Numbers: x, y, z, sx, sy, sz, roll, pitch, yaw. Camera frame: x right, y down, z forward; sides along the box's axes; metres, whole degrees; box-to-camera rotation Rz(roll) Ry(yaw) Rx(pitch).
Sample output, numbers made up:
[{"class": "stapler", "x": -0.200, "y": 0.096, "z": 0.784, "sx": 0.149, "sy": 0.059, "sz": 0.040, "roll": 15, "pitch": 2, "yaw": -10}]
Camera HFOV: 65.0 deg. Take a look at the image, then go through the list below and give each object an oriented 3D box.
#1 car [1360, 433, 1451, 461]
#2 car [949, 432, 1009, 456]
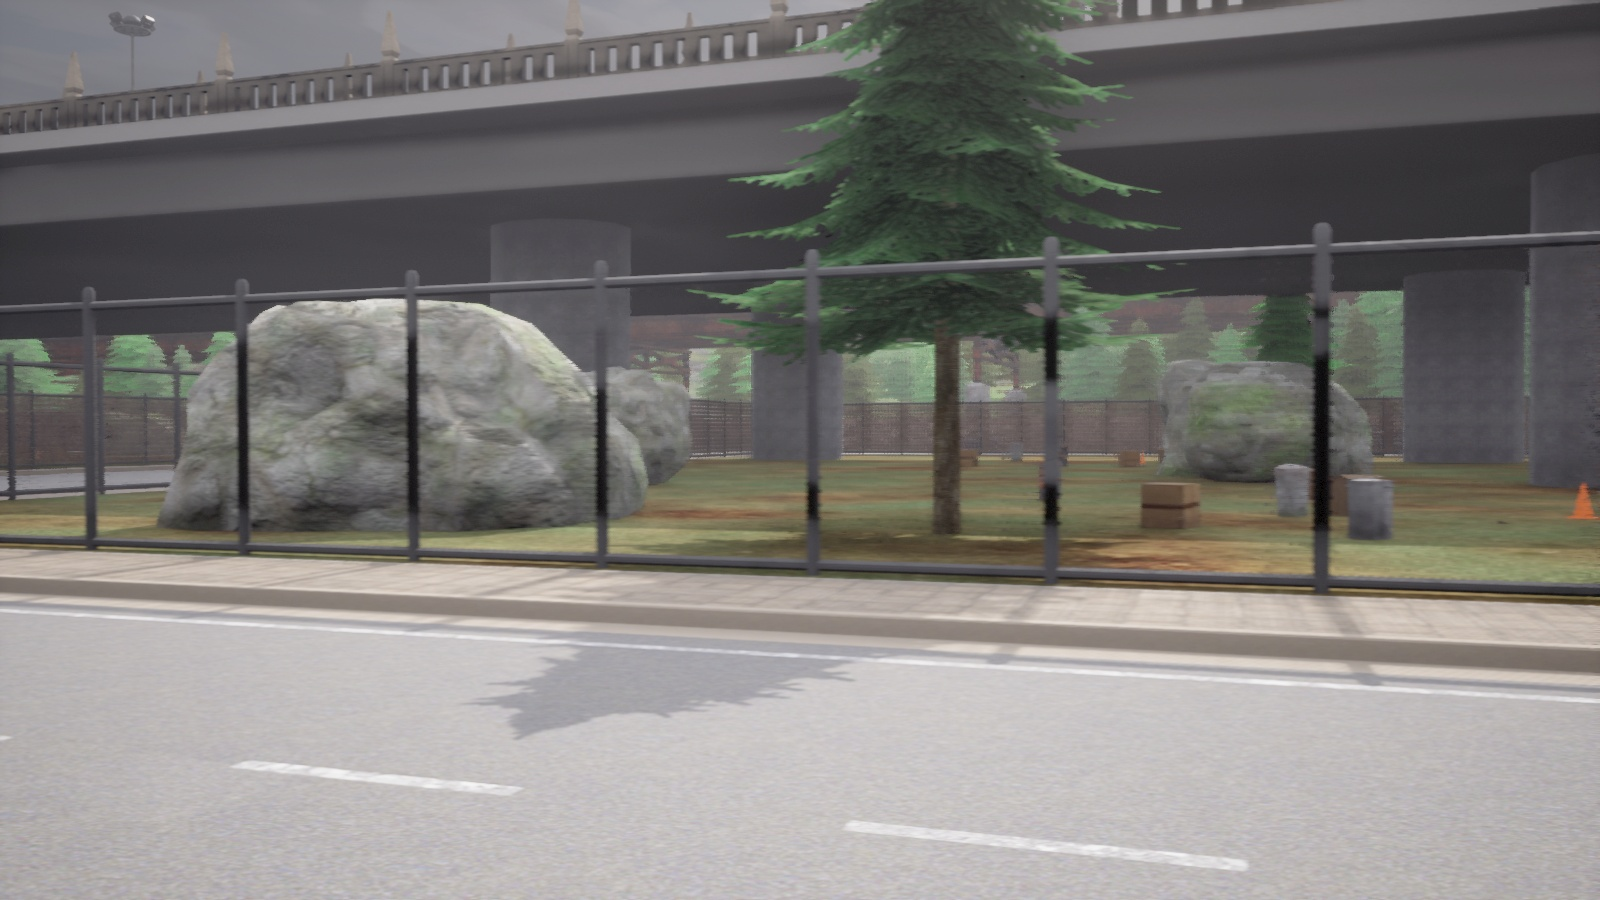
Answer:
[{"class": "car", "x": 34.936, "y": -0.202, "z": 72.547, "sx": 4.514, "sy": 1.525, "sz": 2.007, "roll": 1, "pitch": 1, "yaw": 19}, {"class": "car", "x": 12.011, "y": -0.442, "z": 84.154, "sx": 3.705, "sy": 1.549, "sz": 1.789, "roll": 1, "pitch": 1, "yaw": 19}]
